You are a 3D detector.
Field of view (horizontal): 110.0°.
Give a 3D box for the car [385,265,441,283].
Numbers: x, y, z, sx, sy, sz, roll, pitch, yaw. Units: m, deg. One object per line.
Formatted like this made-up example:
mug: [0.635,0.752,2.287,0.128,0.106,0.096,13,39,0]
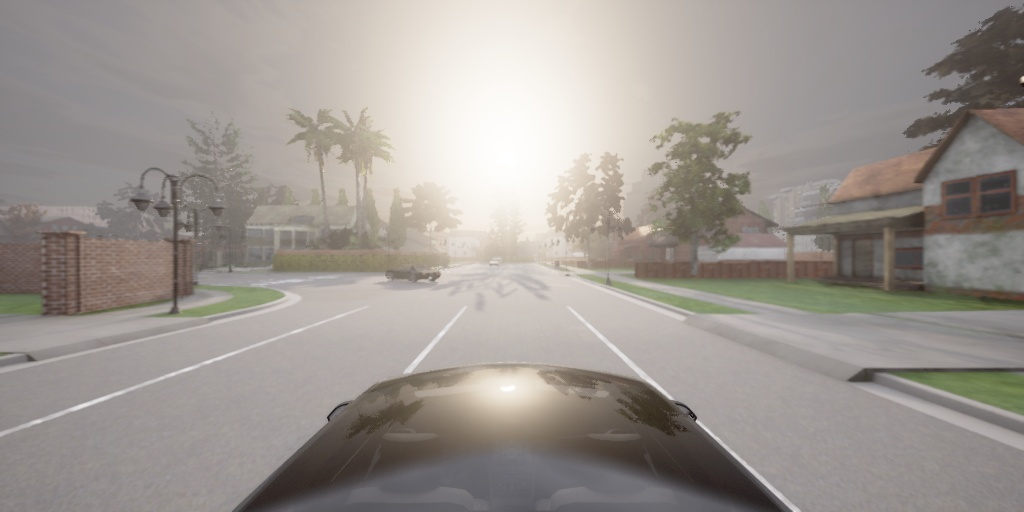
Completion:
car: [-7.555,1.299,27.096,4.718,1.301,1.895,0,0,39]
